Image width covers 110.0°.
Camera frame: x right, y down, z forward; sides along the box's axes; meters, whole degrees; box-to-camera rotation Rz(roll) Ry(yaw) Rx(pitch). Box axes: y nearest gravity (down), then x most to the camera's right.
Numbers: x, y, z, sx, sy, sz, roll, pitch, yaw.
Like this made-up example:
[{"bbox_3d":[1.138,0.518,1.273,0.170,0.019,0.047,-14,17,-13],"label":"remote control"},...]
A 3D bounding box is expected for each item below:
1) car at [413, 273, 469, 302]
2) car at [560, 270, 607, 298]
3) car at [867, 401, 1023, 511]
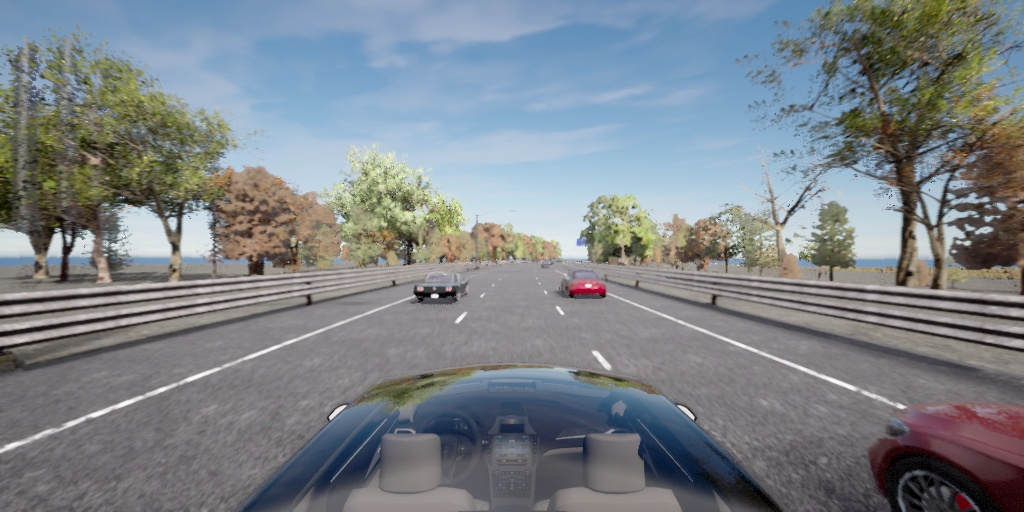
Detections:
[{"bbox_3d":[-3.242,1.446,17.478,1.895,1.301,4.718,0,0,1],"label":"car"},{"bbox_3d":[3.812,1.440,19.658,1.994,1.385,4.181,0,0,1],"label":"car"},{"bbox_3d":[3.612,1.278,0.723,1.812,1.442,4.674,0,0,0],"label":"car"}]
